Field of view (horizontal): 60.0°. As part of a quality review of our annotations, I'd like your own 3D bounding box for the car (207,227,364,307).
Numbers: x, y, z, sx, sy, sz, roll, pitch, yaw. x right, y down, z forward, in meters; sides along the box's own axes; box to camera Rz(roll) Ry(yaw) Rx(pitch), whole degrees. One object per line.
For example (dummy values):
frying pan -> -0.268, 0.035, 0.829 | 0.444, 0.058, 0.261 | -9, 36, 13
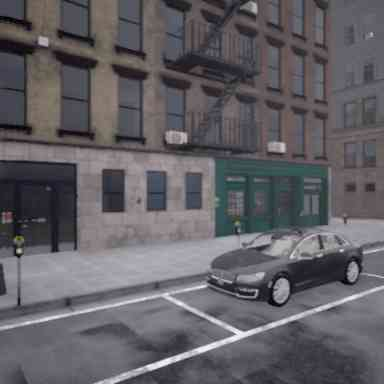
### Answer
car -> 2.348, 1.550, 7.864 | 4.403, 1.369, 2.008 | 0, 0, -36
